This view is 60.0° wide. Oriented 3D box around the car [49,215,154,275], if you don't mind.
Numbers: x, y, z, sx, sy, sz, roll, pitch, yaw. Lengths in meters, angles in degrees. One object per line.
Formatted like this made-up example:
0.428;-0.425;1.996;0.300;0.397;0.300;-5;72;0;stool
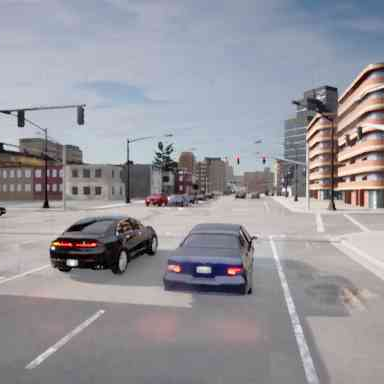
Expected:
-2.509;1.500;10.604;1.837;1.490;4.892;0;0;11;car

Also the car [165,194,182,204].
-3.249;1.213;58.822;1.812;1.442;4.674;0;1;12;car

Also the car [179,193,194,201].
-1.127;1.043;69.196;2.033;1.411;5.357;0;1;11;car

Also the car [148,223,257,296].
0.708;1.544;8.860;2.033;1.411;5.357;0;0;11;car

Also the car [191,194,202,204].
-0.184;1.211;56.299;2.128;1.511;4.902;0;1;11;car

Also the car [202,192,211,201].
1.770;1.091;65.949;2.033;1.411;5.357;0;1;12;car

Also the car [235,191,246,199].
11.099;0.868;76.968;1.994;1.385;4.181;0;1;11;car

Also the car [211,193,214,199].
3.813;0.829;76.189;1.882;1.535;5.008;0;1;11;car

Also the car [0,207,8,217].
-18.968;1.588;29.489;4.718;1.301;1.895;0;0;9;car

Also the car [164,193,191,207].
-1.944;1.202;47.388;2.097;1.767;4.553;0;1;11;car

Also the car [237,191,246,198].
12.995;0.515;86.620;2.097;1.767;4.553;0;1;11;car

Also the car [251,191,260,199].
14.347;0.848;75.341;2.128;1.511;4.902;0;1;11;car

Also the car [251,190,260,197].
16.351;0.427;85.545;2.097;1.767;4.553;0;1;11;car

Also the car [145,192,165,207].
-5.152;1.059;49.264;2.150;2.045;5.566;0;1;11;car
